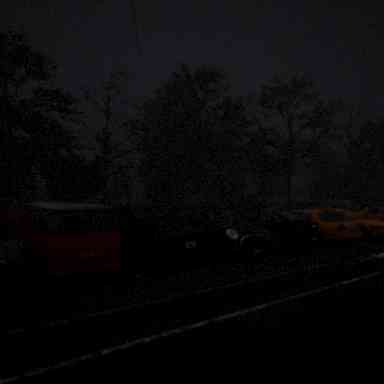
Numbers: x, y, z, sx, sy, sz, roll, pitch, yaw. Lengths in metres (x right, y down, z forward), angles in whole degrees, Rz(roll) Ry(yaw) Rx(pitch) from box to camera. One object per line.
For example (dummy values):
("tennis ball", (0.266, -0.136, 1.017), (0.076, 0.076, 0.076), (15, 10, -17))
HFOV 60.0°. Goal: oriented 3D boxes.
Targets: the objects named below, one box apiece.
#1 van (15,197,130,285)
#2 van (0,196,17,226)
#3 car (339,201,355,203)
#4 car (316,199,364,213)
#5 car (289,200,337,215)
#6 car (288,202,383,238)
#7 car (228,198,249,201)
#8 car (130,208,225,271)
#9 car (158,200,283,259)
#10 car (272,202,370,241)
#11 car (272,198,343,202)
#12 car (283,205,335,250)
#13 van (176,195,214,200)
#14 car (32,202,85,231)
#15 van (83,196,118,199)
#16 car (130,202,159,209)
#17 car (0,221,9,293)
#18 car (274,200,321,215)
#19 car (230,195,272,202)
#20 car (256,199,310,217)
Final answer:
("van", (-3.690, 1.264, 9.662), (1.878, 1.987, 4.442), (0, 0, -35))
("van", (-11.202, 1.261, 20.370), (1.878, 1.987, 4.442), (0, 0, -35))
("car", (12.322, 1.559, 20.659), (1.946, 1.575, 5.366), (1, 0, -35))
("car", (18.123, 1.692, 41.039), (2.097, 1.535, 5.008), (1, 0, -35))
("car", (13.720, 1.679, 37.884), (2.163, 1.488, 4.792), (1, 0, -35))
("car", (7.696, 1.516, 17.375), (1.946, 1.575, 5.366), (1, 0, -35))
("car", (2.427, 1.567, 29.868), (2.163, 1.488, 4.792), (1, 0, -35))
("car", (-1.375, 1.517, 11.199), (2.163, 1.488, 4.792), (0, 0, -35))
("car", (0.885, 1.363, 12.805), (2.185, 1.767, 4.553), (0, 0, -35))
("car", (5.319, 1.500, 16.142), (1.946, 1.575, 5.366), (0, 0, -35))
("car", (8.192, 1.419, 23.399), (4.553, 1.767, 2.097), (1, 0, -35))
("car", (3.173, 1.494, 14.384), (2.231, 1.521, 4.892), (0, 0, -35))
("van", (-0.015, 1.291, 28.312), (1.878, 1.987, 4.442), (0, 0, -35))
("car", (-8.879, 1.485, 21.883), (2.097, 1.535, 5.008), (0, 0, -35))
("van", (-6.542, 1.260, 23.403), (1.878, 1.987, 4.442), (0, 0, -36))
("car", (-4.377, 1.520, 25.108), (2.163, 1.488, 4.792), (0, 0, -35))
("car", (-5.870, 1.521, 7.937), (2.163, 1.488, 4.792), (0, 0, -35))
("car", (11.446, 1.667, 36.302), (2.002, 1.452, 4.674), (1, 0, -35))
("car", (4.654, 1.308, 31.519), (2.435, 2.045, 5.566), (1, 0, -35))
("car", (9.293, 1.601, 34.549), (1.946, 1.575, 5.366), (1, 0, -35))
